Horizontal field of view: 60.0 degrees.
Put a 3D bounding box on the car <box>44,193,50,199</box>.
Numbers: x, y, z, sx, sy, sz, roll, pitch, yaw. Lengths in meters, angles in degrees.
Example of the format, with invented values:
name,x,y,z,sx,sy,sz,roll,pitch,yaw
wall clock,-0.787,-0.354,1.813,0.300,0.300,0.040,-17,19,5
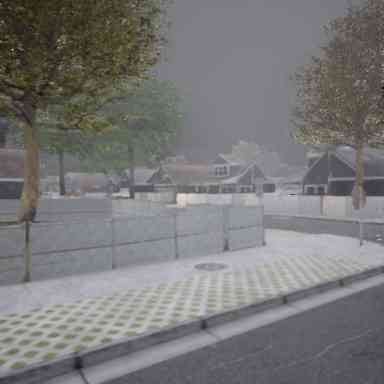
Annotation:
name,x,y,z,sx,sy,sz,roll,pitch,yaw
car,-36.946,0.902,83.446,2.128,1.511,4.902,-1,1,-36

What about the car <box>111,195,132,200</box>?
name,x,y,z,sx,sy,sz,roll,pitch,yaw
car,-8.171,1.120,38.231,1.882,1.535,5.008,-1,1,-35
